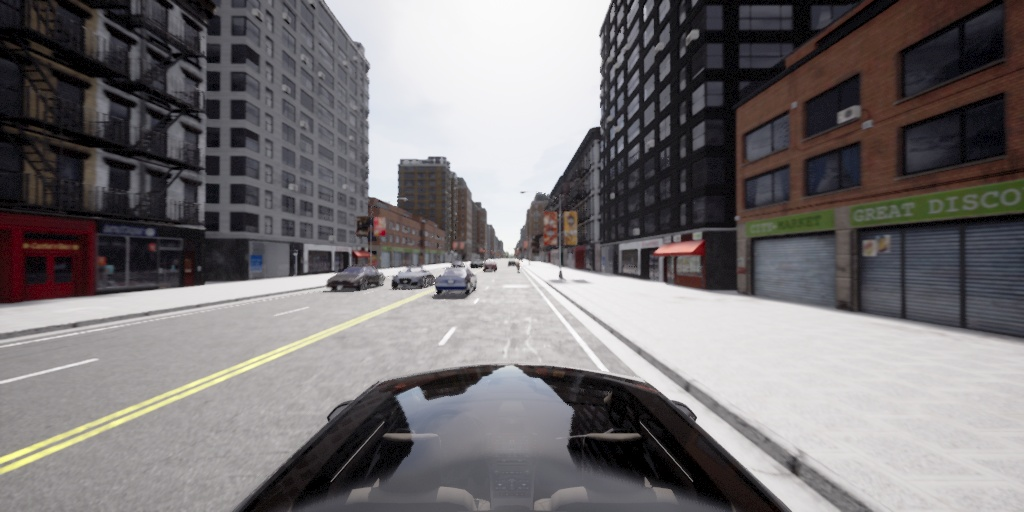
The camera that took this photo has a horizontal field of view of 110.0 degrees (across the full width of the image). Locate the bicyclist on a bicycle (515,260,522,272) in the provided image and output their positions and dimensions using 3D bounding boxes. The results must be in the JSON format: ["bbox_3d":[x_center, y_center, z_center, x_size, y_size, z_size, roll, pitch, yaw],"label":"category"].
[{"bbox_3d":[0.893,1.367,47.474,0.866,1.612,1.509,0,-1,1],"label":"bicyclist on a bicycle"}]

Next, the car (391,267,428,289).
[{"bbox_3d":[-6.593,1.402,24.125,1.994,1.385,4.181,0,0,0],"label":"car"}]

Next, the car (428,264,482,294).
[{"bbox_3d":[-3.146,1.373,20.914,2.033,1.411,5.357,0,0,0],"label":"car"}]

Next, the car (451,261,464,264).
[{"bbox_3d":[-9.749,1.549,64.567,2.033,1.411,5.357,0,0,0],"label":"car"}]

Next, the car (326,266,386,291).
[{"bbox_3d":[-9.846,1.382,23.161,2.033,1.411,5.357,0,0,0],"label":"car"}]

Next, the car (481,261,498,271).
[{"bbox_3d":[-3.141,1.480,53.454,1.812,1.442,4.674,0,0,0],"label":"car"}]
